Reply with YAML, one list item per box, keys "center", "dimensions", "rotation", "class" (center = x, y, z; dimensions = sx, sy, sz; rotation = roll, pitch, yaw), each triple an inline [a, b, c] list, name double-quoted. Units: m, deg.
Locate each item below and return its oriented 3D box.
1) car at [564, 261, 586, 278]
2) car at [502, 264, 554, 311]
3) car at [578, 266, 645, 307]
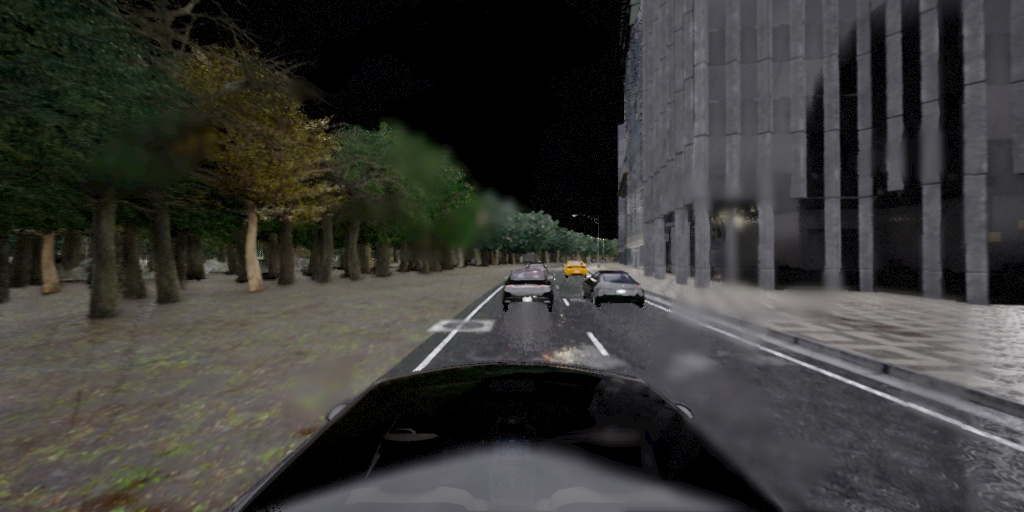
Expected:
- center: [5.873, 1.160, 33.311]
  dimensions: [1.882, 1.535, 5.008]
  rotation: [0, 0, 7]
  class: "car"
- center: [0.656, 1.234, 14.378]
  dimensions: [2.128, 1.511, 4.902]
  rotation: [0, 0, 3]
  class: "car"
- center: [4.234, 1.301, 15.481]
  dimensions: [1.994, 1.385, 4.181]
  rotation: [0, 0, 4]
  class: "car"
